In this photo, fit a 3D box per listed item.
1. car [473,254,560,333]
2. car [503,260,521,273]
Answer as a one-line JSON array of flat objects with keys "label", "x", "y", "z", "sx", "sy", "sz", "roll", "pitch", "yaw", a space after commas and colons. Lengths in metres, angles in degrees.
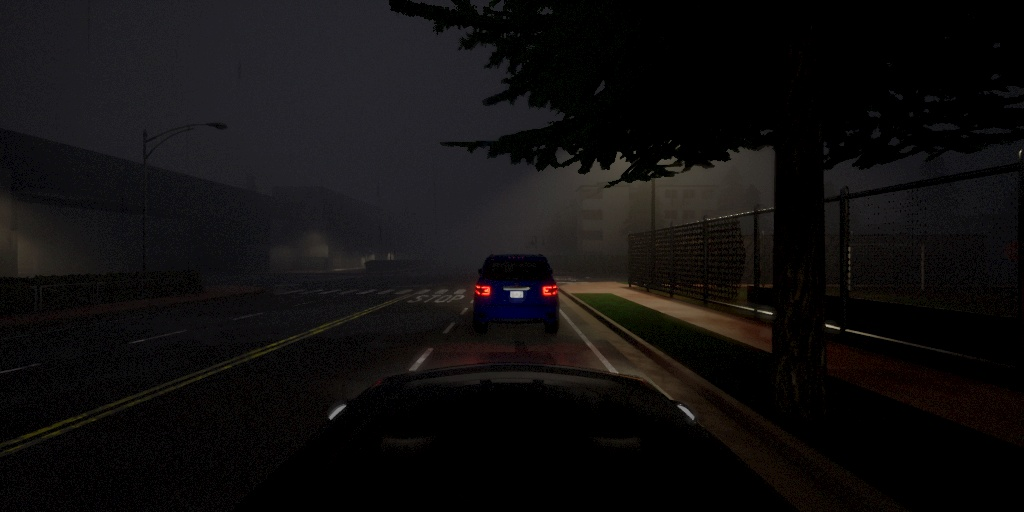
[{"label": "car", "x": 0.112, "y": 0.972, "z": 10.878, "sx": 2.150, "sy": 2.045, "sz": 5.566, "roll": 0, "pitch": 0, "yaw": 0}, {"label": "car", "x": 0.010, "y": 1.242, "z": 45.734, "sx": 2.128, "sy": 1.511, "sz": 4.902, "roll": 0, "pitch": 0, "yaw": 0}]
